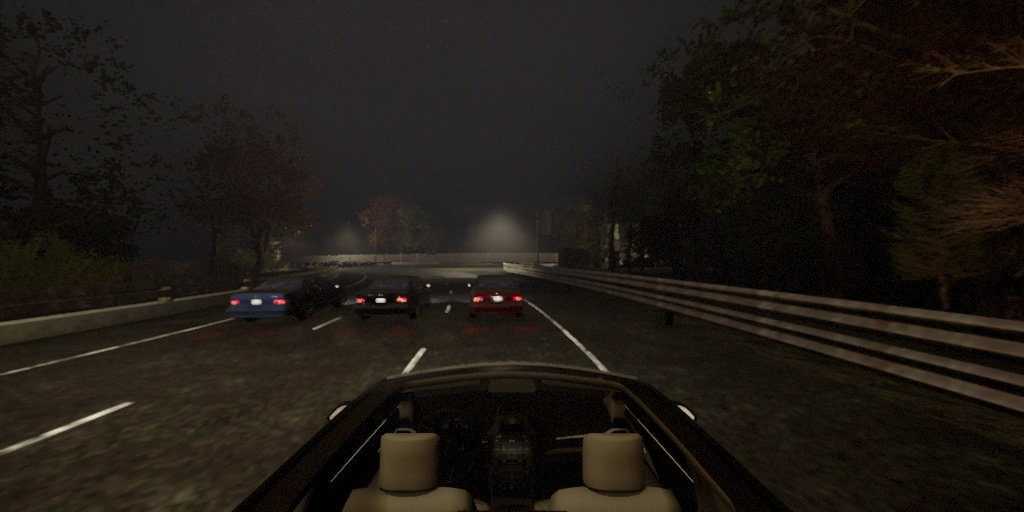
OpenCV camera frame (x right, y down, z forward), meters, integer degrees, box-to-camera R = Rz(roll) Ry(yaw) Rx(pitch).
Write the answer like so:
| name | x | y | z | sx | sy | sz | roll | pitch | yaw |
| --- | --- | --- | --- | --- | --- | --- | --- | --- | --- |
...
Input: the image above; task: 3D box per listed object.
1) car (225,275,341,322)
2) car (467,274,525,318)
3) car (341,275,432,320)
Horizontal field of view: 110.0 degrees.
| name | x | y | z | sx | sy | sz | roll | pitch | yaw |
| --- | --- | --- | --- | --- | --- | --- | --- | --- | --- |
| car | -7.652 | 1.399 | 12.888 | 2.033 | 1.411 | 5.357 | 0 | 0 | -6 |
| car | -0.680 | 1.380 | 13.506 | 2.033 | 1.411 | 5.357 | 0 | 0 | -6 |
| car | -4.168 | 1.390 | 13.218 | 2.033 | 1.411 | 5.357 | 0 | 0 | -6 |
